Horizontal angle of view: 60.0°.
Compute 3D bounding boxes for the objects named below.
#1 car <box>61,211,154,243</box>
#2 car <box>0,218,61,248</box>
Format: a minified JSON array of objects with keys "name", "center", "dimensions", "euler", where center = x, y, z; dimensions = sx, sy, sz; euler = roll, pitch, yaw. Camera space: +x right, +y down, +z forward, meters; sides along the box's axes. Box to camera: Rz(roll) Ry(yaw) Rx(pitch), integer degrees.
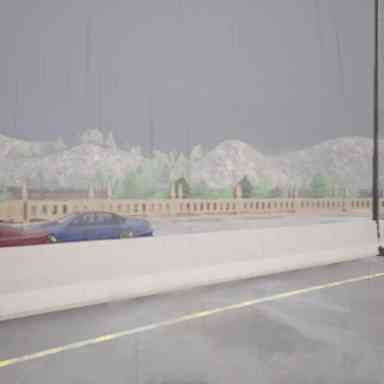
[{"name":"car","center":[-4.263,1.489,13.579],"dimensions":[5.357,1.411,2.033],"euler":[0,0,-33]},{"name":"car","center":[-6.097,1.430,8.079],"dimensions":[5.008,1.535,1.882],"euler":[0,0,-35]}]
